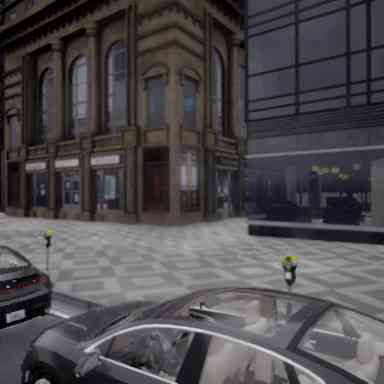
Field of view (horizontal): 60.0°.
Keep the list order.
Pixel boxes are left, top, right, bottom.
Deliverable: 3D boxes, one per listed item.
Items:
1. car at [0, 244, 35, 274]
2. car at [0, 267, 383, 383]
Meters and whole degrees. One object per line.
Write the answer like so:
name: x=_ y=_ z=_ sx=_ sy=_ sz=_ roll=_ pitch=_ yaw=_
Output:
car: x=-4.376 y=1.619 z=6.189 sx=4.403 sy=1.369 sz=2.008 roll=-1 pitch=0 yaw=35
car: x=0.225 y=1.564 z=2.911 sx=4.403 sy=1.369 sz=2.008 roll=-1 pitch=0 yaw=35
